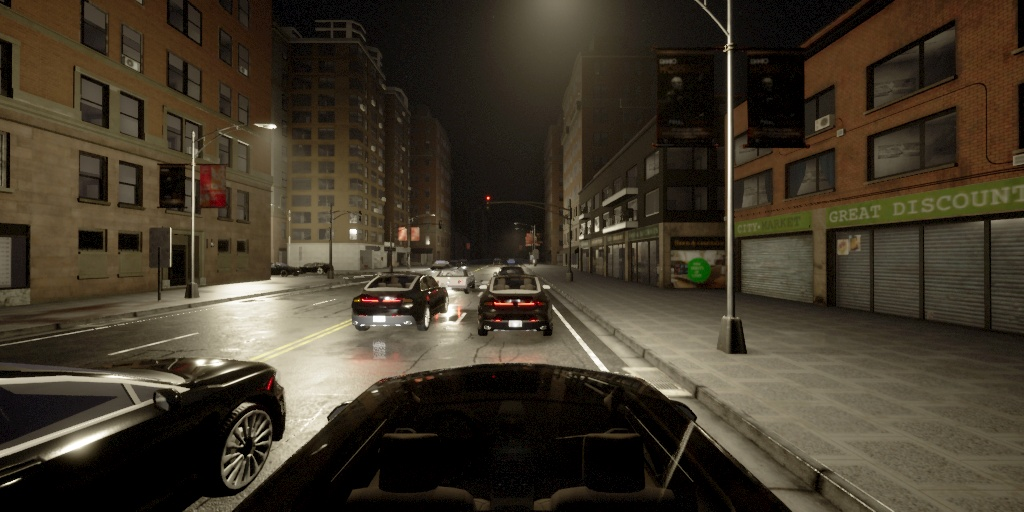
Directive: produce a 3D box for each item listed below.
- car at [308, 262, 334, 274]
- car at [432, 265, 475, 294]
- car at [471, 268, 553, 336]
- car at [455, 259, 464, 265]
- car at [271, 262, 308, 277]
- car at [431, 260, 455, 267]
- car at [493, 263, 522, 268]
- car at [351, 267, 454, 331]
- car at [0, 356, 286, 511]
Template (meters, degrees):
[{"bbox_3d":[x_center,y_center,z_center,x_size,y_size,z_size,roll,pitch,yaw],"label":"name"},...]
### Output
[{"bbox_3d":[-22.227,1.348,40.053,4.313,1.339,1.948,0,0,0],"label":"car"},{"bbox_3d":[-3.189,1.354,20.290,1.895,1.301,4.718,0,0,0],"label":"car"},{"bbox_3d":[0.081,1.256,10.387,1.837,1.490,4.892,0,0,0],"label":"car"},{"bbox_3d":[-9.943,1.343,61.519,1.994,1.385,4.181,0,0,0],"label":"car"},{"bbox_3d":[-22.610,1.316,34.572,4.181,1.385,1.994,0,0,0],"label":"car"},{"bbox_3d":[-9.949,1.318,50.472,2.033,1.411,5.357,0,0,2],"label":"car"},{"bbox_3d":[-0.035,1.279,19.644,1.812,1.442,4.674,0,0,0],"label":"car"},{"bbox_3d":[-3.170,1.256,10.978,1.837,1.490,4.892,0,0,0],"label":"car"},{"bbox_3d":[-3.154,1.242,1.589,2.128,1.511,4.902,0,0,0],"label":"car"}]
